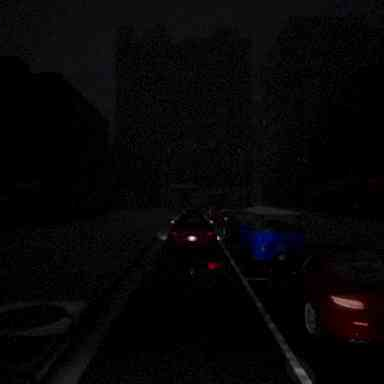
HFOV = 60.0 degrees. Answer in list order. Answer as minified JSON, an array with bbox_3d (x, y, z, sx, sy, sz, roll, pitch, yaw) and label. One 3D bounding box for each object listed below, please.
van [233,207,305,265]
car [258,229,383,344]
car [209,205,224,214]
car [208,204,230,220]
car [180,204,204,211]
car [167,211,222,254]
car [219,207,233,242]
[{"bbox_3d":[2.658,1.464,11.777,1.690,1.788,3.998,1,-1,0],"label":"van"},{"bbox_3d":[2.653,1.646,6.337,1.802,1.307,4.206,1,-1,0],"label":"car"},{"bbox_3d":[2.654,1.897,28.088,1.802,1.307,4.206,1,-1,0],"label":"car"},{"bbox_3d":[2.655,1.965,33.527,1.802,1.307,4.206,1,-1,0],"label":"car"},{"bbox_3d":[0.007,1.839,29.321,1.837,1.490,4.892,0,0,0],"label":"car"},{"bbox_3d":[0.006,1.714,14.299,1.994,1.385,4.181,0,-1,0],"label":"car"},{"bbox_3d":[2.654,1.728,17.213,1.887,1.381,4.507,1,-1,0],"label":"car"}]
